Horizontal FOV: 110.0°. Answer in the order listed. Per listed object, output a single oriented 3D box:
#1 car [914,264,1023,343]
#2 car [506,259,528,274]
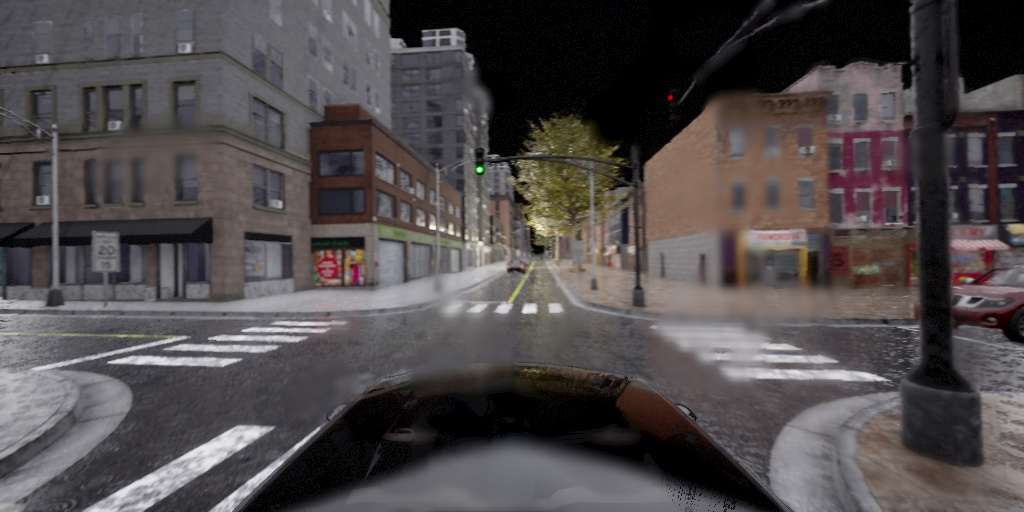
[{"bbox_3d":[13.448,1.095,8.921,5.009,1.841,2.192,0,0,4],"label":"car"},{"bbox_3d":[0.504,1.186,42.581,2.097,1.767,4.553,-1,0,4],"label":"car"}]
